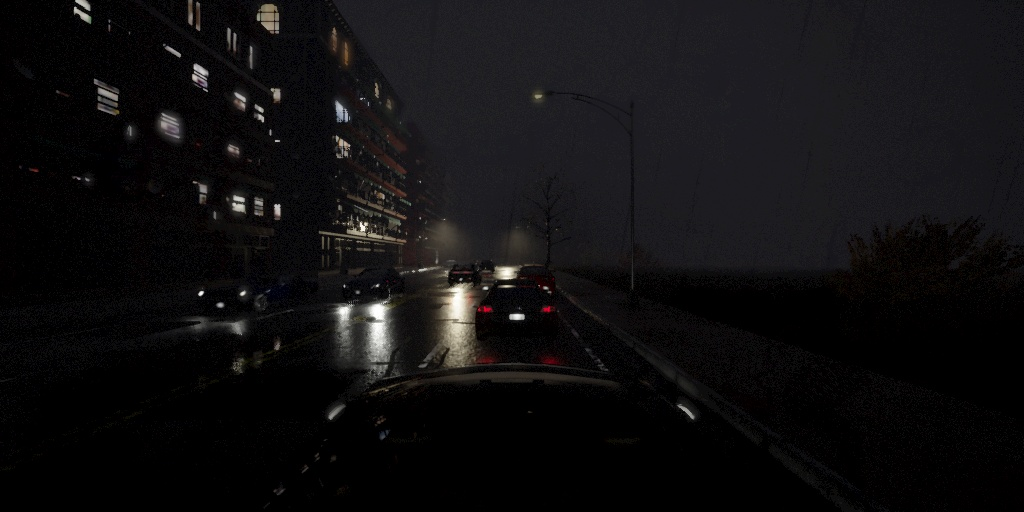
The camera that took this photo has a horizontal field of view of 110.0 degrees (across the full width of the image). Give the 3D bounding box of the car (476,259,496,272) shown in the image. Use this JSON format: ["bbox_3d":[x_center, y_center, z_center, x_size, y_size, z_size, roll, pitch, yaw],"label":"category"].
[{"bbox_3d":[-3.122,1.252,44.577,1.837,1.490,4.892,0,-1,0],"label":"car"}]

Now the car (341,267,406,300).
[{"bbox_3d":[-6.604,1.278,17.693,1.812,1.442,4.674,0,0,0],"label":"car"}]

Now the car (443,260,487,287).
[{"bbox_3d":[-3.136,1.242,24.509,2.128,1.511,4.902,0,0,0],"label":"car"}]

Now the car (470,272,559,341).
[{"bbox_3d":[0.107,1.315,9.929,1.994,1.385,4.181,0,0,0],"label":"car"}]

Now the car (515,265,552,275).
[{"bbox_3d":[1.148,1.230,18.849,1.882,1.535,5.008,0,0,0],"label":"car"}]

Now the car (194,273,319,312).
[{"bbox_3d":[-9.843,1.352,14.321,1.895,1.301,4.718,0,0,0],"label":"car"}]
